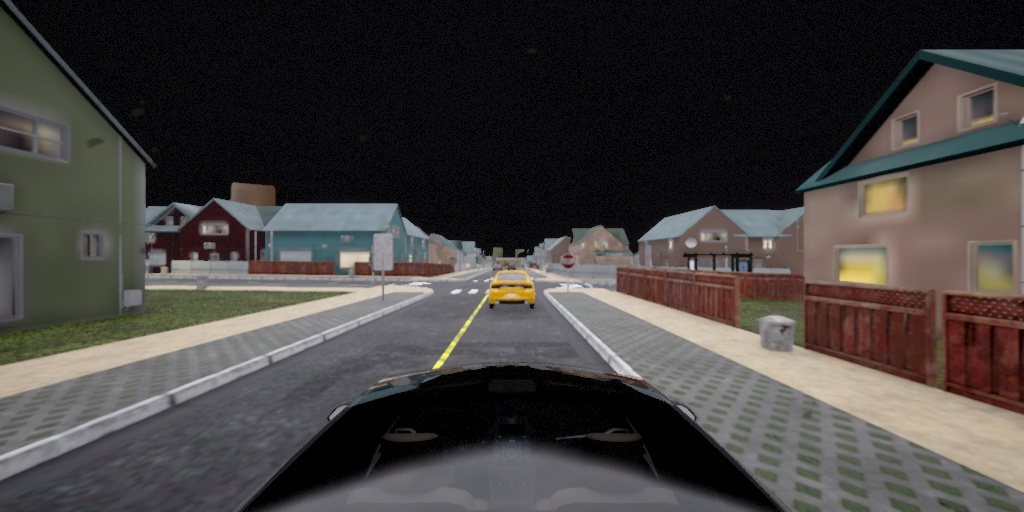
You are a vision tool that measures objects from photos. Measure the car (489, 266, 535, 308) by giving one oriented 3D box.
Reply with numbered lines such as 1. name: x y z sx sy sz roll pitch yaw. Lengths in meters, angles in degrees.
1. car: -0.002 1.392 16.340 1.882 1.535 5.008 0 0 0
